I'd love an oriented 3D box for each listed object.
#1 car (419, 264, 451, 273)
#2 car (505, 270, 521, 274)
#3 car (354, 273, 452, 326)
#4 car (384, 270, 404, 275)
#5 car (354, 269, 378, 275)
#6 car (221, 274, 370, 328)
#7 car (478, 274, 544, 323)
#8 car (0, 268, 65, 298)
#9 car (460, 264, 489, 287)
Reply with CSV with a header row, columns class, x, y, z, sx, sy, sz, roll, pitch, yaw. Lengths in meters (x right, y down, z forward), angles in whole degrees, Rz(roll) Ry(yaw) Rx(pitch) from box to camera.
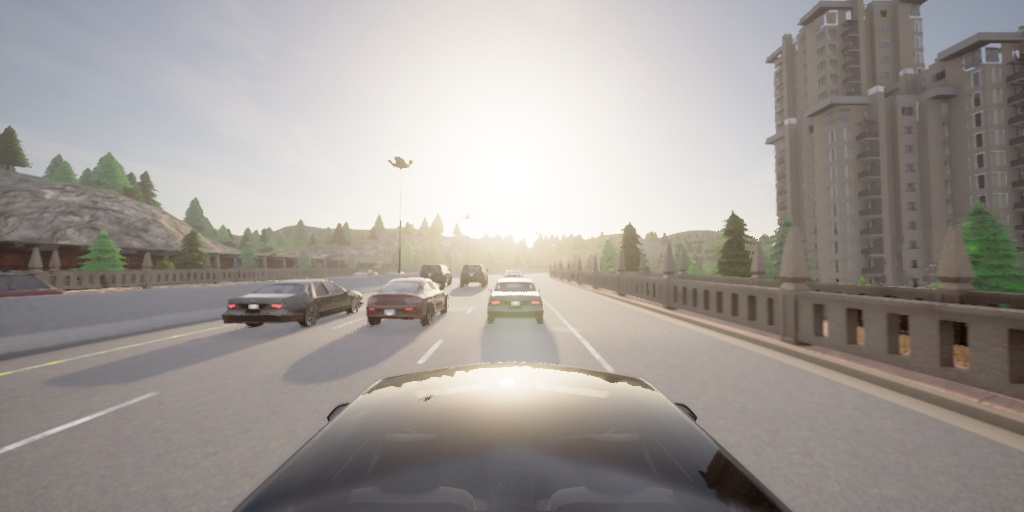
class,x,y,z,sx,sy,sz,roll,pitch,yaw
car,-6.894,1.756,32.756,2.150,2.045,5.566,0,-2,0
car,0.106,2.049,33.533,2.128,1.511,4.902,0,-2,0
car,-3.411,1.459,12.286,1.812,1.442,4.674,0,-2,0
car,-17.332,2.693,52.967,1.994,1.385,4.181,0,-2,3
car,-20.955,2.632,51.470,2.033,1.411,5.357,0,-2,2
car,-6.898,1.475,12.076,2.033,1.411,5.357,0,-2,0
car,0.102,1.501,12.967,2.033,1.411,5.357,0,-2,0
car,-14.099,1.184,8.617,2.097,1.767,4.553,0,-2,0
car,-3.394,1.757,32.773,2.150,2.045,5.566,0,-2,0
